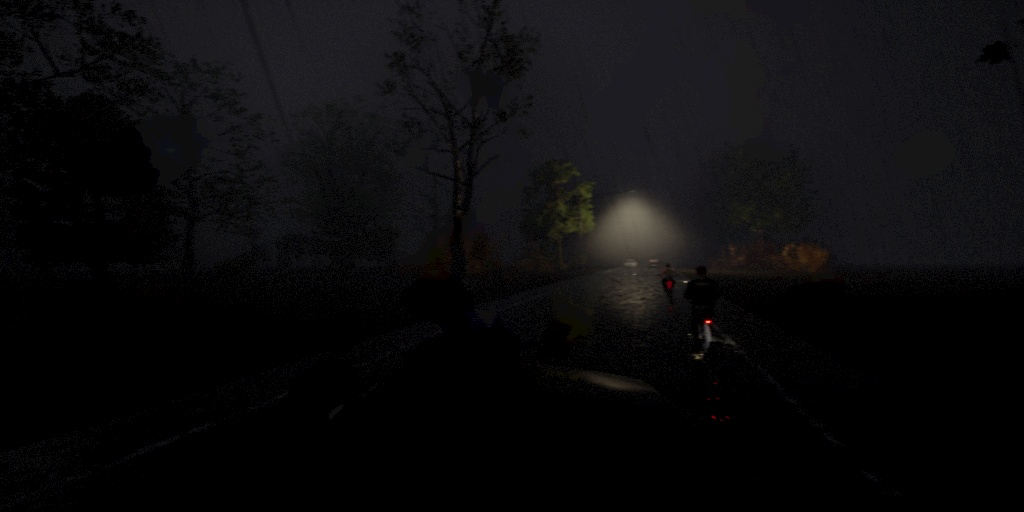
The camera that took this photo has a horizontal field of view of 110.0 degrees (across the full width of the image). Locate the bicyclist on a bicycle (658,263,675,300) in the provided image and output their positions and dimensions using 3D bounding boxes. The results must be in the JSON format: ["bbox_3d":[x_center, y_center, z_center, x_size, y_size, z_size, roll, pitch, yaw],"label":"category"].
[{"bbox_3d":[7.099,1.117,16.273,0.866,1.612,1.509,-2,0,20],"label":"bicyclist on a bicycle"}]

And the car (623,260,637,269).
[{"bbox_3d":[19.519,1.332,59.000,1.812,1.442,4.674,-2,-1,24],"label":"car"}]

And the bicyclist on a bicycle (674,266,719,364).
[{"bbox_3d":[3.686,1.066,7.002,0.659,1.776,1.843,-2,0,20],"label":"bicyclist on a bicycle"}]

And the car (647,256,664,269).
[{"bbox_3d":[21.619,1.205,54.685,2.128,1.511,4.902,-2,-1,23],"label":"car"}]
